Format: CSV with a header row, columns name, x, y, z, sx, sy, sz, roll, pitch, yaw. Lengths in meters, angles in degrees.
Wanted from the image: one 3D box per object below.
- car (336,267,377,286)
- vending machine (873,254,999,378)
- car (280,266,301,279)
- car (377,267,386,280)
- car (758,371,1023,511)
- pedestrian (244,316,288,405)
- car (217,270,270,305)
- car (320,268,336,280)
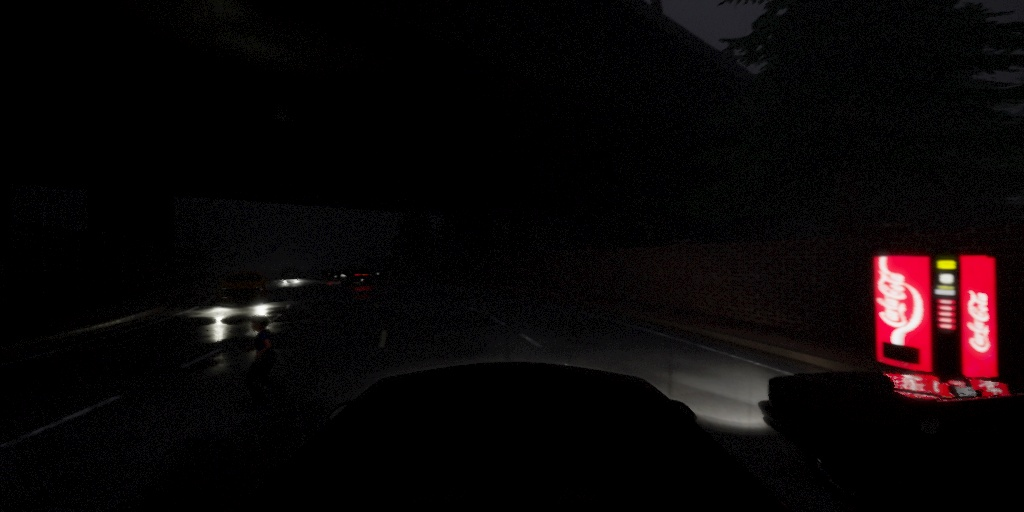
name,x,y,z,sx,sy,sz,roll,pitch,yaw
car,-13.210,1.696,30.298,1.837,1.490,4.892,0,-1,-35
vending machine,6.985,0.955,5.953,1.100,2.100,0.880,0,0,-12
car,-26.130,1.917,42.262,2.128,1.511,4.902,0,-1,-35
car,-15.241,1.883,39.286,1.994,1.385,4.181,0,-1,-35
car,3.613,1.270,1.301,2.033,1.411,5.357,0,-1,-3
pedestrian,-3.425,1.387,5.014,0.375,1.300,0.375,0,-1,-13
car,-13.799,1.526,18.553,1.882,1.535,5.008,0,-1,-33
car,-20.188,1.962,40.222,1.895,1.301,4.718,0,-1,-35
